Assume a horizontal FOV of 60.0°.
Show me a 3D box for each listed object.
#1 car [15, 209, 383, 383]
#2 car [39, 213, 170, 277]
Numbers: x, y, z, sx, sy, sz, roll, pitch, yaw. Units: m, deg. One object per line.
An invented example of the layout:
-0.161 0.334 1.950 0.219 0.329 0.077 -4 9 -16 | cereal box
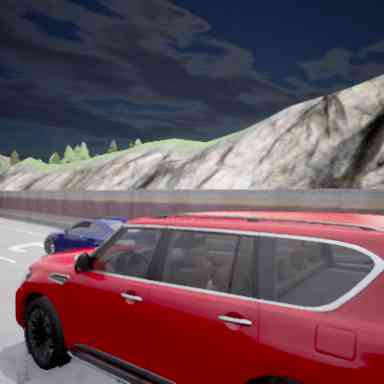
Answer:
0.113 1.231 4.010 5.566 2.045 2.150 0 0 37 | car
-3.047 1.538 11.012 4.674 1.442 1.812 0 0 40 | car
